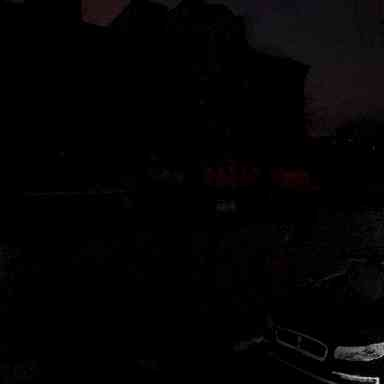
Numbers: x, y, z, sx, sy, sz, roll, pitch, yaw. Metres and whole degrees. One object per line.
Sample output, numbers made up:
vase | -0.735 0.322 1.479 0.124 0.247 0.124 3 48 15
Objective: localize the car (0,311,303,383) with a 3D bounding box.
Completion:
car | -1.501 1.582 1.762 4.206 1.307 1.802 0 -1 -35

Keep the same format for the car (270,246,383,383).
car | 2.937 1.558 4.929 4.403 1.369 2.008 0 -2 -35
